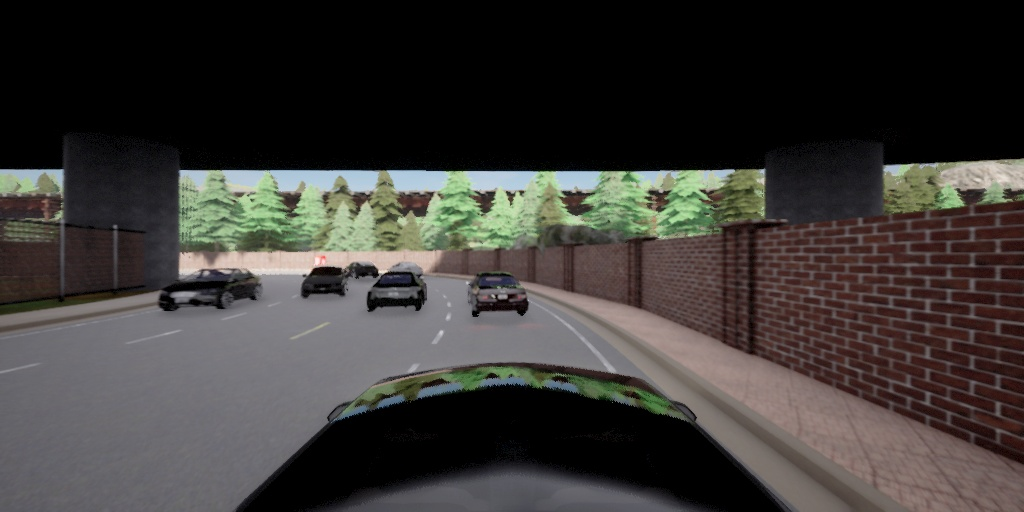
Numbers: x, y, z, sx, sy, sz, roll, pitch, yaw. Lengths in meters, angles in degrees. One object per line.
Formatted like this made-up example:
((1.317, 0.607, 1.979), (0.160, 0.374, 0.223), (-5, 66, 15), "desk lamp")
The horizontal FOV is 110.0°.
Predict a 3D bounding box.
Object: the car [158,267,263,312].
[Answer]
((-11.798, 1.232, 14.426), (2.128, 1.511, 4.902), (0, 0, -16), "car")

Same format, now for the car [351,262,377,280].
((-13.410, 1.233, 31.596), (1.837, 1.490, 4.892), (1, -1, -42), "car")

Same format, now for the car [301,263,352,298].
((-9.470, 1.243, 18.465), (1.837, 1.490, 4.892), (1, 0, -22), "car")

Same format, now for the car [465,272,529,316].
((-0.697, 1.290, 13.433), (2.033, 1.411, 5.357), (0, 0, -9), "car")

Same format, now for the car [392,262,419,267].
((-9.793, 1.254, 32.736), (1.812, 1.442, 4.674), (0, 0, -39), "car")

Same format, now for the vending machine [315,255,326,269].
((-25.748, 0.911, 48.246), (0.880, 2.100, 1.100), (0, 0, 18), "vending machine")

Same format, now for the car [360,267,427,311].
((-4.548, 1.305, 14.563), (1.994, 1.385, 4.181), (0, 0, -11), "car")
